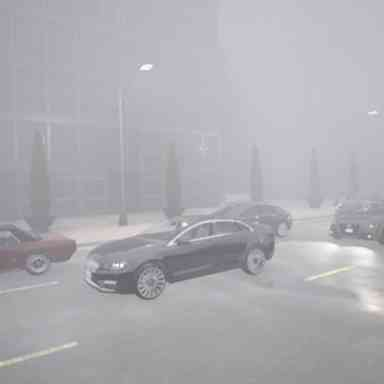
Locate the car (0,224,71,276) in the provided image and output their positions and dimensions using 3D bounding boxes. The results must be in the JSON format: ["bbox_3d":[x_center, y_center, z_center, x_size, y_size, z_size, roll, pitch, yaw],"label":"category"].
[{"bbox_3d":[-5.620,1.572,8.635,4.718,1.301,1.895,-2,1,-34],"label":"car"}]

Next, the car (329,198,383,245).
[{"bbox_3d":[7.316,1.152,13.114,4.181,1.385,1.994,-2,1,-34],"label":"car"}]

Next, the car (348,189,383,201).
[{"bbox_3d":[10.397,0.752,19.402,4.553,1.767,2.097,-2,1,-34],"label":"car"}]

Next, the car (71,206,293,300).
[{"bbox_3d":[-0.081,1.344,8.130,4.902,1.511,2.128,-2,1,-34],"label":"car"}]

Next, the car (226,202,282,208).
[{"bbox_3d":[2.117,1.200,13.831,4.892,1.490,1.837,-2,1,-34],"label":"car"}]
